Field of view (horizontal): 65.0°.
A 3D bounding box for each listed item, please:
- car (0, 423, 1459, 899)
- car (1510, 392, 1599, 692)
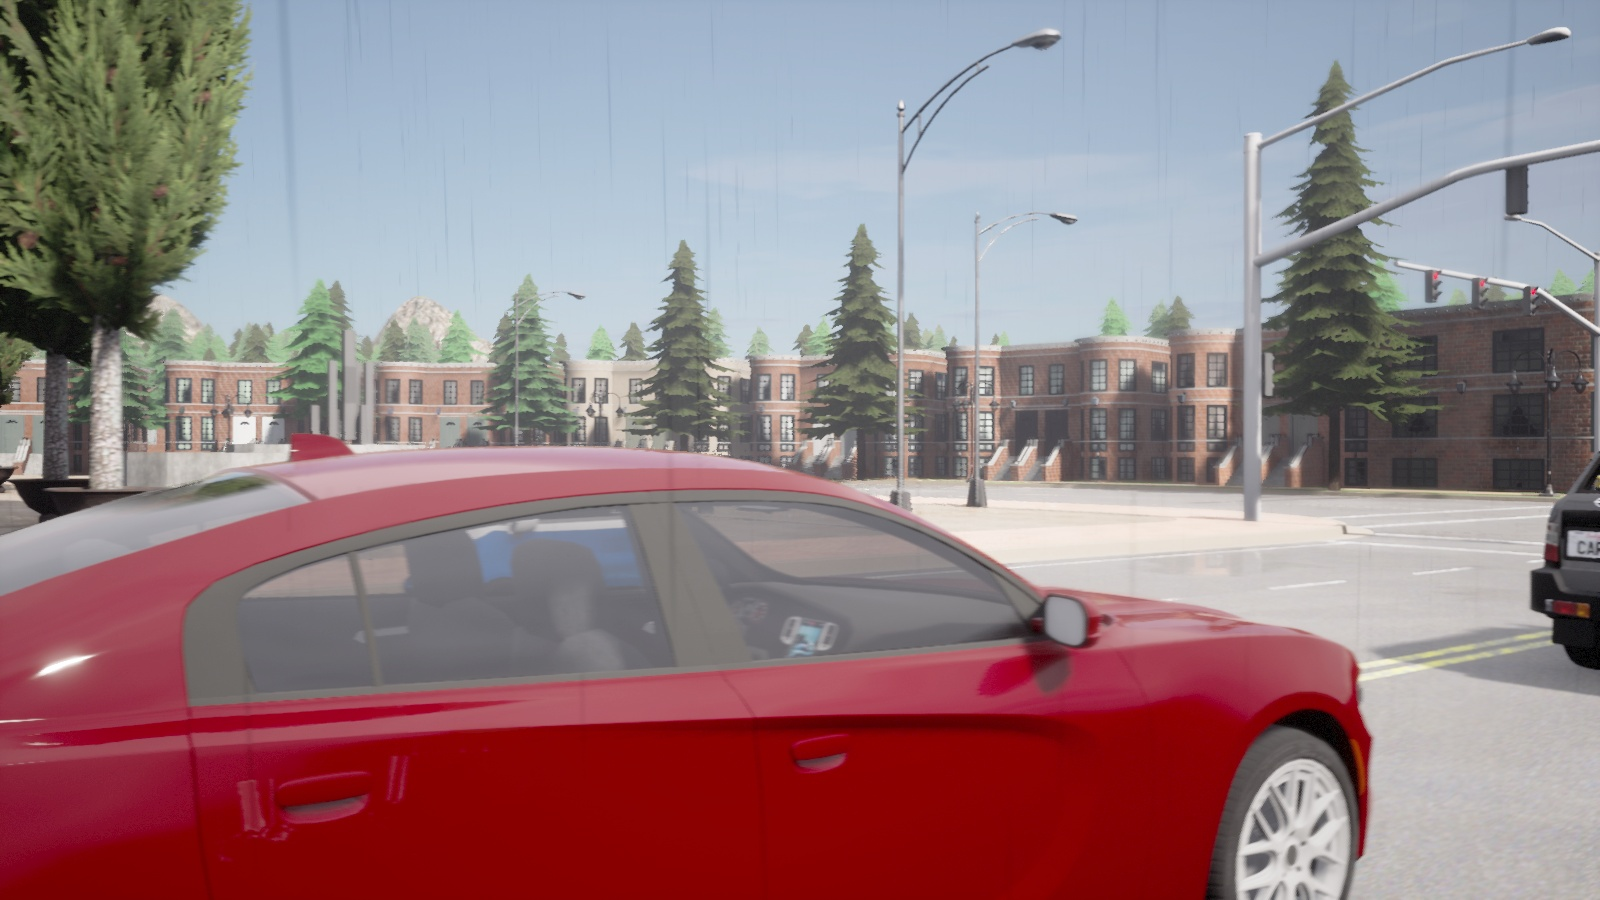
[{"bbox_3d":[-0.467,0.732,3.350,5.008,1.535,1.882,0,0,-36],"label":"car"},{"bbox_3d":[7.084,0.569,8.770,4.605,1.855,1.932,0,0,-35],"label":"car"}]
